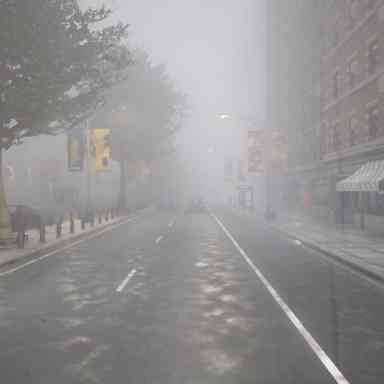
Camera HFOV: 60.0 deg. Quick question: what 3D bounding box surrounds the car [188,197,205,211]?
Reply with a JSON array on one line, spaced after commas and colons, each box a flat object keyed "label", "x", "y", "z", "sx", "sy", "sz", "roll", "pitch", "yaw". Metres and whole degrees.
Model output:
[{"label": "car", "x": 0.532, "y": 1.601, "z": 39.787, "sx": 1.895, "sy": 1.301, "sz": 4.718, "roll": 0, "pitch": 0, "yaw": 1}]

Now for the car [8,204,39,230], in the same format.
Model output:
[{"label": "car", "x": -11.307, "y": 1.525, "z": 20.841, "sx": 1.812, "sy": 1.442, "sz": 4.674, "roll": 0, "pitch": 0, "yaw": 1}]

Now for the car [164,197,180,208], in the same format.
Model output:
[{"label": "car", "x": -2.953, "y": 1.547, "z": 49.672, "sx": 2.033, "sy": 1.411, "sz": 5.357, "roll": 0, "pitch": 0, "yaw": 1}]

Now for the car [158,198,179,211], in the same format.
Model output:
[{"label": "car", "x": -2.977, "y": 1.478, "z": 39.862, "sx": 1.882, "sy": 1.535, "sz": 5.008, "roll": 0, "pitch": 0, "yaw": 1}]
